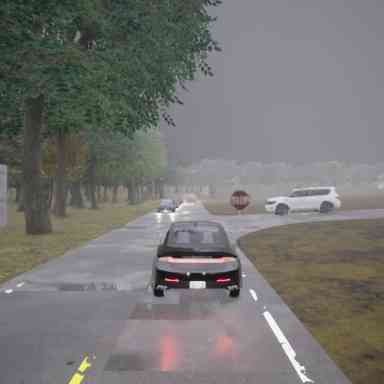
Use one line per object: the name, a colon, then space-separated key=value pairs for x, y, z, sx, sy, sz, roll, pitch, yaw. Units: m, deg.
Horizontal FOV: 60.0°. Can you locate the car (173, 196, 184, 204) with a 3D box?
car: x=-2.766 y=1.609 z=69.371 sx=2.033 sy=1.411 sz=5.357 roll=0 pitch=0 yaw=0

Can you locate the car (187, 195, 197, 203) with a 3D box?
car: x=-0.016 y=1.533 z=69.974 sx=1.882 sy=1.535 sz=5.008 roll=0 pitch=0 yaw=0

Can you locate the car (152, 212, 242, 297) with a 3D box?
car: x=0.092 y=1.489 z=8.534 sx=2.128 sy=1.511 sz=4.902 roll=0 pitch=0 yaw=0

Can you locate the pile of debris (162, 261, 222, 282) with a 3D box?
pile of debris: x=-0.002 y=2.175 z=9.204 sx=1.500 sy=0.140 sz=1.860 roll=0 pitch=0 yaw=0

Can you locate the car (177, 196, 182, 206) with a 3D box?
car: x=-2.842 y=1.533 z=47.607 sx=1.837 sy=1.490 sz=4.892 roll=0 pitch=0 yaw=0

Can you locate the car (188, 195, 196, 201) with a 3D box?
car: x=-0.018 y=1.425 z=80.395 sx=1.812 sy=1.442 sz=4.674 roll=0 pitch=0 yaw=0

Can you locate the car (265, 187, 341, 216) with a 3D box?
car: x=8.540 y=0.713 z=25.835 sx=5.566 sy=2.045 sz=2.150 roll=-3 pitch=1 yaw=4

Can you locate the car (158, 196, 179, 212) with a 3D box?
car: x=-2.853 y=1.542 z=38.193 sx=1.812 sy=1.442 sz=4.674 roll=0 pitch=0 yaw=0
